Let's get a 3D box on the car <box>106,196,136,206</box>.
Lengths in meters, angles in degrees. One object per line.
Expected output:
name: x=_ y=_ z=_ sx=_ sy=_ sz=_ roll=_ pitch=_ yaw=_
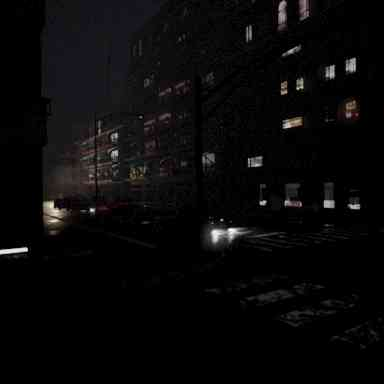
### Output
car: x=-6.062 y=1.242 z=31.598 sx=2.097 sy=1.767 sz=4.553 roll=-1 pitch=1 yaw=-34

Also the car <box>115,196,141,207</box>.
car: x=-8.951 y=1.265 z=46.015 sx=1.752 sy=1.417 sz=4.829 roll=-1 pitch=1 yaw=-35

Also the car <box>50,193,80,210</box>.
car: x=-15.756 y=1.312 z=41.123 sx=1.967 sy=1.590 sz=4.097 roll=-1 pitch=1 yaw=-35

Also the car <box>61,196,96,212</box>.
car: x=-12.534 y=1.448 z=36.442 sx=2.008 sy=1.369 sz=4.403 roll=-1 pitch=1 yaw=-35

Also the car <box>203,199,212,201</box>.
car: x=0.893 y=1.359 z=31.893 sx=1.887 sy=1.381 sz=4.507 roll=-1 pitch=1 yaw=-35

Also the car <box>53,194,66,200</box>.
car: x=-31.403 y=1.124 z=78.644 sx=2.008 sy=1.369 sz=4.403 roll=-1 pitch=1 yaw=-35

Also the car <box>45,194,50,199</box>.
car: x=-34.720 y=1.074 z=83.465 sx=1.752 sy=1.417 sz=4.829 roll=-1 pitch=1 yaw=-35

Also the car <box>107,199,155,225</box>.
car: x=-4.301 y=1.509 z=24.251 sx=1.887 sy=1.381 sz=4.507 roll=-1 pitch=1 yaw=-35

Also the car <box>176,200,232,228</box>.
car: x=0.690 y=1.507 z=21.792 sx=1.994 sy=1.385 sz=4.181 roll=-1 pitch=1 yaw=-34

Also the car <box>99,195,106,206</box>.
car: x=-13.747 y=1.266 z=48.322 sx=1.837 sy=1.490 sz=4.892 roll=-1 pitch=1 yaw=-34

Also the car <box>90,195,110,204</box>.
car: x=-15.393 y=1.216 z=55.377 sx=1.752 sy=1.417 sz=4.829 roll=-1 pitch=1 yaw=-35

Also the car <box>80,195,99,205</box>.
car: x=-14.228 y=1.390 z=43.520 sx=1.994 sy=1.385 sz=4.181 roll=-1 pitch=1 yaw=-34

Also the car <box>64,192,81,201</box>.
car: x=-24.962 y=0.935 z=69.279 sx=2.192 sy=1.841 sz=5.009 roll=-1 pitch=1 yaw=-35
